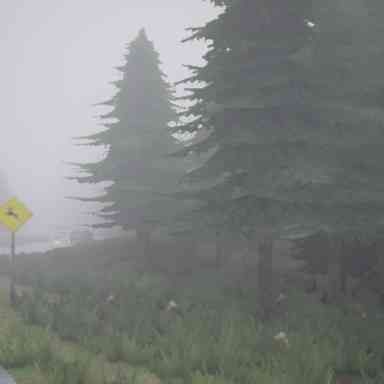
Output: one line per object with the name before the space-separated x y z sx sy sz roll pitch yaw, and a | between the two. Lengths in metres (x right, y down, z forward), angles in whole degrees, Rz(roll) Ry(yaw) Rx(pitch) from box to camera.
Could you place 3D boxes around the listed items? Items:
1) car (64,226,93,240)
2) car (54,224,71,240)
car | -12.361 4.895 37.510 2.128 1.511 4.902 0 -5 -6
car | -17.267 5.397 44.934 2.150 2.045 5.566 1 -6 -18
